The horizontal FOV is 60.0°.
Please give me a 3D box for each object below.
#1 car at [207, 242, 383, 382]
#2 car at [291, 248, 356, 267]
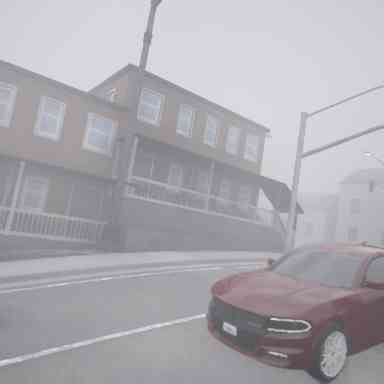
[{"bbox_3d":[2.543,1.648,5.756,5.008,1.535,1.882,4,-2,-35],"label":"car"},{"bbox_3d":[10.833,5.469,27.679,1.895,1.301,4.718,14,-16,-34],"label":"car"}]
